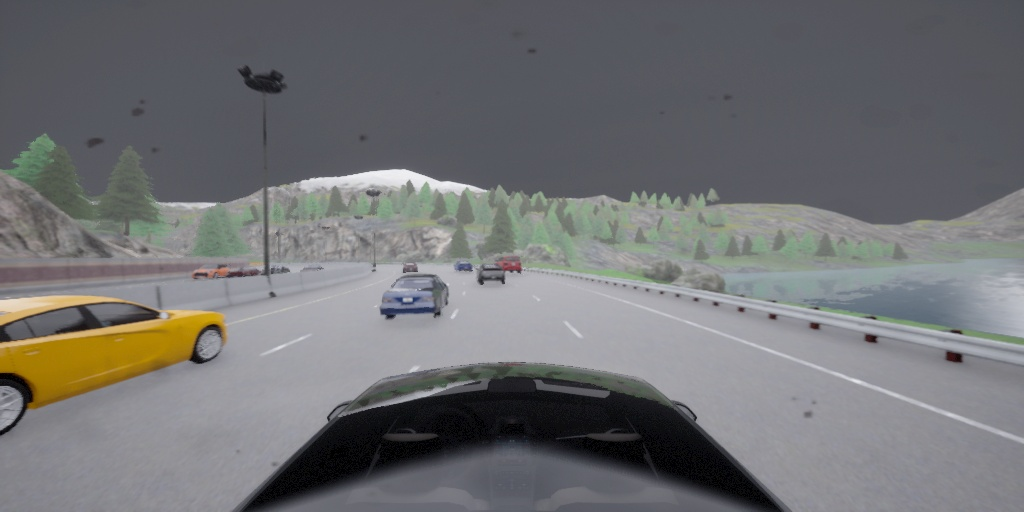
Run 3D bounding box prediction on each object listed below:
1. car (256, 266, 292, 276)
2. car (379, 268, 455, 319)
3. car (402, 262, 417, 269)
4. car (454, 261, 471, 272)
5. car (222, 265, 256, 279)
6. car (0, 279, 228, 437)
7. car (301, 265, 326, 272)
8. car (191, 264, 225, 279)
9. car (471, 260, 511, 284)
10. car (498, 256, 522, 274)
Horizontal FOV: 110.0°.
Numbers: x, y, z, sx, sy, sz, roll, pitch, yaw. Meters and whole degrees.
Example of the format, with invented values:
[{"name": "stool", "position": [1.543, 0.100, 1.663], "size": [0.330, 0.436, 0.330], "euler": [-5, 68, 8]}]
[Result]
[{"name": "car", "position": [-26.181, 1.771, 39.946], "size": [1.994, 1.385, 4.181], "euler": [-1, 0, -15]}, {"name": "car", "position": [-3.396, 1.365, 13.258], "size": [2.033, 1.411, 5.357], "euler": [-1, 0, -6]}, {"name": "car", "position": [-14.126, 1.555, 49.610], "size": [1.812, 1.442, 4.674], "euler": [0, 0, -19]}, {"name": "car", "position": [-6.866, 1.393, 49.852], "size": [1.882, 1.535, 5.008], "euler": [0, 0, -18]}, {"name": "car", "position": [-29.858, 1.866, 40.142], "size": [1.895, 1.301, 4.718], "euler": [-1, 0, -15]}, {"name": "car", "position": [-6.815, 1.339, 5.412], "size": [1.882, 1.535, 5.008], "euler": [0, 0, -2]}, {"name": "car", "position": [-23.055, 1.724, 41.741], "size": [1.994, 1.385, 4.181], "euler": [-1, 0, -15]}, {"name": "car", "position": [-33.512, 1.675, 40.040], "size": [2.097, 1.767, 4.553], "euler": [-1, 0, -16]}, {"name": "car", "position": [-1.704, 1.299, 27.331], "size": [2.128, 1.511, 4.902], "euler": [-1, 0, -10]}, {"name": "car", "position": [-0.536, 1.026, 40.678], "size": [2.150, 2.045, 5.566], "euler": [0, 0, -15]}]
